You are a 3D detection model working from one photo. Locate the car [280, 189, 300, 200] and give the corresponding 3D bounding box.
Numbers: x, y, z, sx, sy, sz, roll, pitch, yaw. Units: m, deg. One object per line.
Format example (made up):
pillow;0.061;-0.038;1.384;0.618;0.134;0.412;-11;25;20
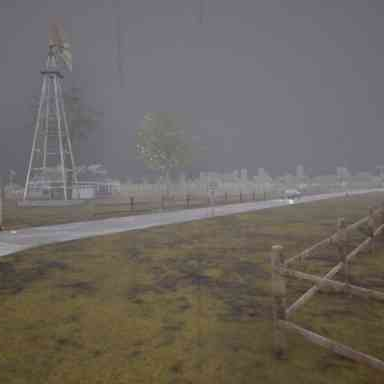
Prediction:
car;14.690;0.354;49.394;1.812;1.442;4.674;-1;1;35
